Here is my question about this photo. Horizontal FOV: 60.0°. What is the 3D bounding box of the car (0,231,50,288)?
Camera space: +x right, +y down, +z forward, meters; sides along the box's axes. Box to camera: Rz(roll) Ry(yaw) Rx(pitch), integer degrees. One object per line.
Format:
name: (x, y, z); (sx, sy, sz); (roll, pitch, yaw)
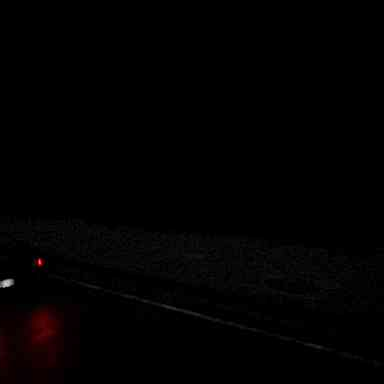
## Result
car: (-5.595, 1.593, 8.180); (4.718, 1.301, 1.895); (0, 0, 36)
